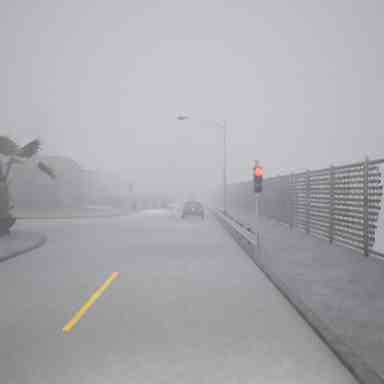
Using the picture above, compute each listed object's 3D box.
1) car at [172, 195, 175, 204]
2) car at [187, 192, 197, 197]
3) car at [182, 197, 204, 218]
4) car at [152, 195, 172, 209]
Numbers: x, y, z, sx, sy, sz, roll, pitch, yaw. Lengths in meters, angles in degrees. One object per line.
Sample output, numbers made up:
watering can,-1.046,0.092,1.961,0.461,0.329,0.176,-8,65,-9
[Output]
car,-4.074,1.323,60.441,1.882,1.535,5.008,0,0,0
car,-0.039,1.354,69.548,2.033,1.411,5.357,0,0,0
car,0.085,1.472,29.387,2.033,1.411,5.357,0,0,0
car,-4.111,1.380,43.363,2.128,1.511,4.902,0,0,0
